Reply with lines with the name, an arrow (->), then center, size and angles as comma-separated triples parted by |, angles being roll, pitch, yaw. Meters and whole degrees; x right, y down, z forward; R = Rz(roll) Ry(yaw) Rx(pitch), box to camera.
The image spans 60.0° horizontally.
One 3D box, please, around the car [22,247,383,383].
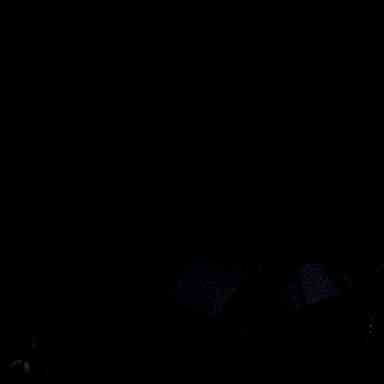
car -> 0.768, 1.546, 4.537 | 5.357, 1.411, 2.033 | 0, 0, -35
